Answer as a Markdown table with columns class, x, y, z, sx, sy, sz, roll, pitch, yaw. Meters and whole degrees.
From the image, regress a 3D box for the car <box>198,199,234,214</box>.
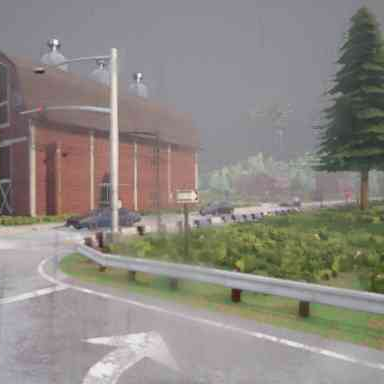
| class | x | y | z | sx | sy | sz | roll | pitch | yaw |
| --- | --- | --- | --- | --- | --- | --- | --- | --- | --- |
| car | 2.559 | 1.697 | 33.958 | 1.837 | 1.490 | 4.892 | -1 | 0 | 37 |

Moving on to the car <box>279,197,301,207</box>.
| class | x | y | z | sx | sy | sz | roll | pitch | yaw |
| --- | --- | --- | --- | --- | --- | --- | --- | --- | --- |
| car | 14.884 | 1.540 | 50.442 | 2.097 | 1.767 | 4.553 | -1 | 0 | 37 |

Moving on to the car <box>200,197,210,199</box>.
| class | x | y | z | sx | sy | sz | roll | pitch | yaw |
| --- | --- | --- | --- | --- | --- | --- | --- | --- | --- |
| car | 2.914 | 1.952 | 80.372 | 1.816 | 1.474 | 4.193 | -1 | 0 | 36 |

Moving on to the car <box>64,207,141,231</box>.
| class | x | y | z | sx | sy | sz | roll | pitch | yaw |
| --- | --- | --- | --- | --- | --- | --- | --- | --- | --- |
| car | -5.855 | 1.743 | 22.609 | 2.033 | 1.411 | 5.357 | -1 | 0 | 37 |
